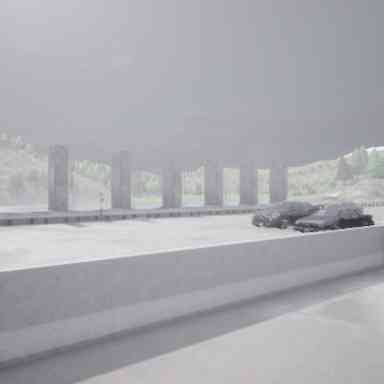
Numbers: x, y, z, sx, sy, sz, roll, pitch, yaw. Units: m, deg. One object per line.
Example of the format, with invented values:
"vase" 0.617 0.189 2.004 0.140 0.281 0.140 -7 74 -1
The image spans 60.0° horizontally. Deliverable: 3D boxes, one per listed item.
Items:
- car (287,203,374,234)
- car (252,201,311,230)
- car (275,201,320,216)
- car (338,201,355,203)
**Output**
"car" 7.895 1.557 18.208 5.357 1.411 2.033 0 0 -36
"car" 5.927 1.359 21.129 4.553 1.767 2.097 0 0 -36
"car" 10.632 1.614 33.262 4.718 1.301 1.895 0 0 -37
"car" 14.701 1.583 31.928 4.181 1.385 1.994 0 0 -37
